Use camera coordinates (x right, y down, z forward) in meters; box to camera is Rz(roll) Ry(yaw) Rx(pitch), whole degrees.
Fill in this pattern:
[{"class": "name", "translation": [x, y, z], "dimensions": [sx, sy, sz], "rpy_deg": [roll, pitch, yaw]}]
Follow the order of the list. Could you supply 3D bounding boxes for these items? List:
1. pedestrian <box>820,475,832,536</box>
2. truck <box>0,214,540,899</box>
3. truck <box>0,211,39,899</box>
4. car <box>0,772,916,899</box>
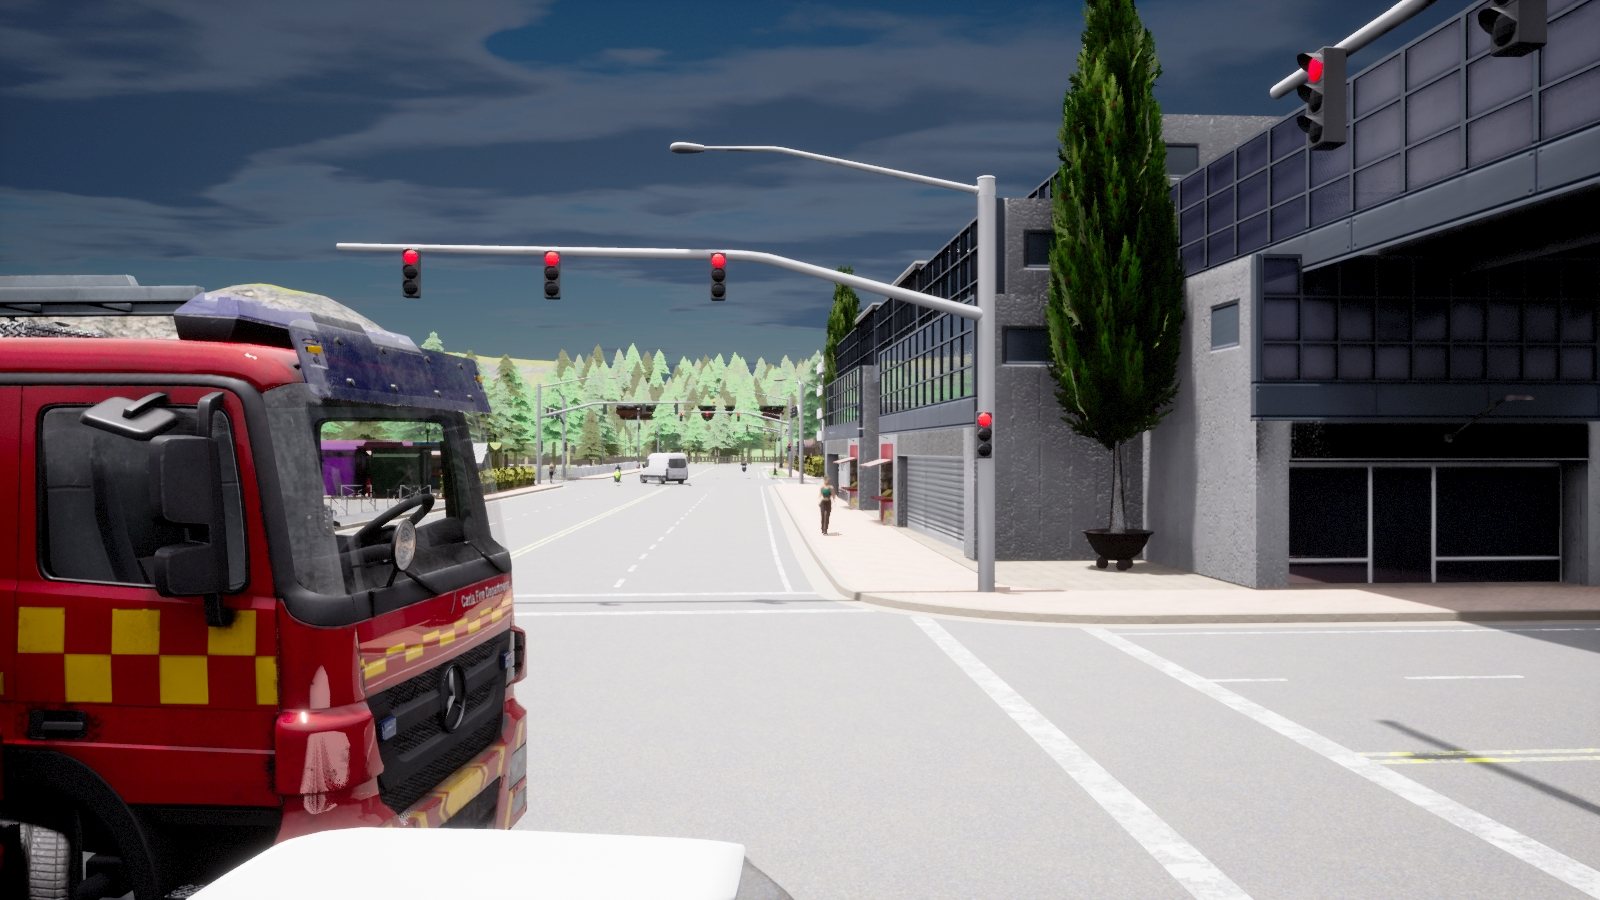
[{"class": "pedestrian", "translation": [0.805, 1.696, 35.201], "dimensions": [0.375, 1.860, 0.375], "rpy_deg": [0, 0, 0]}, {"class": "truck", "translation": [-6.102, 0.890, 6.659], "dimensions": [8.468, 3.827, 2.891], "rpy_deg": [0, 0, 4]}, {"class": "truck", "translation": [-7.587, 0.890, 3.490], "dimensions": [8.468, 3.827, 2.891], "rpy_deg": [0, 0, -3]}, {"class": "car", "translation": [-1.549, 2.065, 3.579], "dimensions": [3.806, 1.475, 1.970], "rpy_deg": [0, 0, 5]}]
